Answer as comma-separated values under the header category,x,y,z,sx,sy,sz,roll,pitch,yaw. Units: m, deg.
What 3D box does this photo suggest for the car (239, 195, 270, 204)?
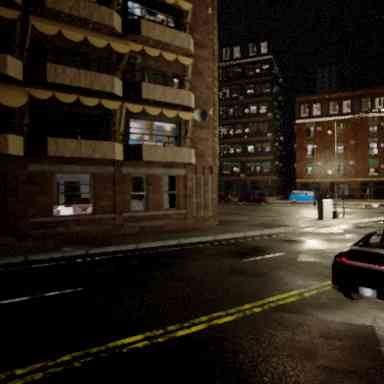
category,x,y,z,sx,sy,sz,roll,pitch,yaw
car,8.610,1.021,45.974,4.206,1.307,1.802,1,0,22

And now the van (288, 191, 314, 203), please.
category,x,y,z,sx,sy,sz,roll,pitch,yaw
van,17.082,0.764,51.578,3.998,1.788,1.690,1,0,22

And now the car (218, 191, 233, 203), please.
category,x,y,z,sx,sy,sz,roll,pitch,yaw
car,3.397,0.685,48.096,5.009,1.841,2.192,1,0,22

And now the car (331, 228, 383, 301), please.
category,x,y,z,sx,sy,sz,roll,pitch,yaw
car,4.918,1.466,7.038,4.902,1.511,2.128,0,0,-36
